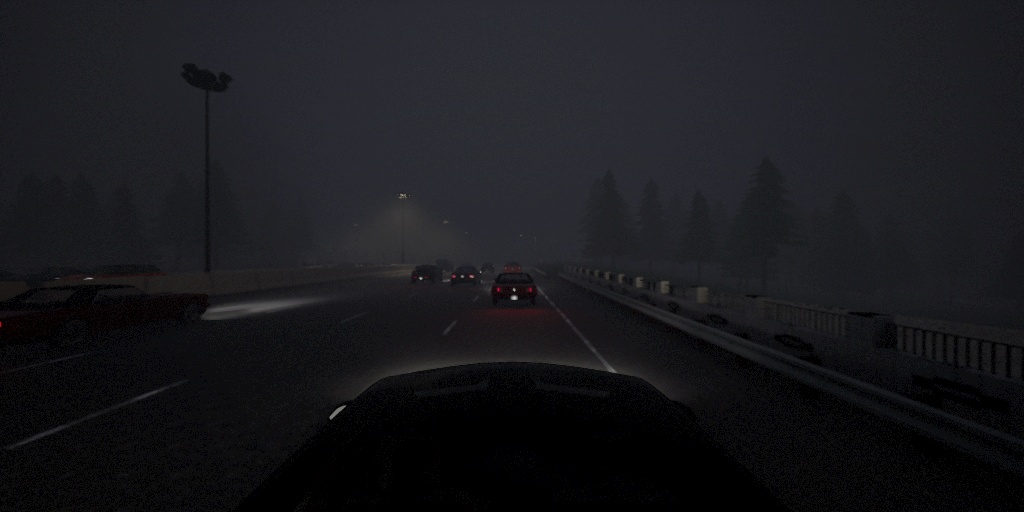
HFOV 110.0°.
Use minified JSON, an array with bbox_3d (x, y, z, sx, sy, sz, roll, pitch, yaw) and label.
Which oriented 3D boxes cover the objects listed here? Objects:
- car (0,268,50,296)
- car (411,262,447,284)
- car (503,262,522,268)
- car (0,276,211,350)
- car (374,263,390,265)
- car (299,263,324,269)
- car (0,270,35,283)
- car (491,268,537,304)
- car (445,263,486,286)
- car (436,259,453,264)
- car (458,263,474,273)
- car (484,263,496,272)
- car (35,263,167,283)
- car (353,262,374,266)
[{"bbox_3d":[-28.102,1.385,18.323,2.033,1.411,5.357,0,-1,0],"label":"car"},{"bbox_3d":[-6.909,1.467,29.600,1.837,1.490,4.892,0,-1,0],"label":"car"},{"bbox_3d":[0.088,1.449,41.628,2.097,1.767,4.553,0,-1,0],"label":"car"},{"bbox_3d":[-10.401,1.370,9.121,1.895,1.301,4.718,0,0,0],"label":"car"},{"bbox_3d":[-21.043,1.903,60.514,1.895,1.301,4.718,0,-1,0],"label":"car"},{"bbox_3d":[-31.535,1.785,56.547,1.812,1.442,4.674,0,-1,0],"label":"car"},{"bbox_3d":[-24.599,1.339,19.311,2.128,1.511,4.902,0,-1,0],"label":"car"},{"bbox_3d":[0.096,1.426,16.840,1.895,1.301,4.718,0,-1,0],"label":"car"},{"bbox_3d":[-3.407,1.483,27.169,2.033,1.411,5.357,0,-1,0],"label":"car"},{"bbox_3d":[-10.418,1.465,55.093,2.150,2.045,5.566,0,-1,0],"label":"car"},{"bbox_3d":[-6.919,1.765,54.579,1.812,1.442,4.674,0,-1,0],"label":"car"},{"bbox_3d":[-3.415,1.709,51.365,1.837,1.490,4.892,0,-1,0],"label":"car"},{"bbox_3d":[-21.099,1.197,19.020,2.097,1.767,4.553,0,-1,0],"label":"car"},{"bbox_3d":[-24.544,1.802,60.451,1.837,1.490,4.892,0,0,0],"label":"car"}]
